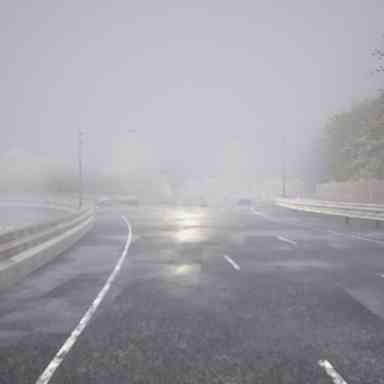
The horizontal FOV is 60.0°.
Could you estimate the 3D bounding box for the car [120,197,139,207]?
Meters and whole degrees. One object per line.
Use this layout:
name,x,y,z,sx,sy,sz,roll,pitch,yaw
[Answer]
car,-9.959,1.450,52.353,1.882,1.535,5.008,0,0,-28

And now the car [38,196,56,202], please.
car,-34.336,1.701,77.966,4.674,1.442,1.812,-1,0,43

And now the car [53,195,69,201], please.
car,-34.449,1.538,87.342,4.181,1.385,1.994,-1,0,37

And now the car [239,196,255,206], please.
car,8.393,1.297,51.033,1.812,1.442,4.674,-1,0,19

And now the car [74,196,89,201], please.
car,-26.880,1.602,80.497,4.902,1.511,2.128,-1,0,43

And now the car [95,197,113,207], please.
car,-13.803,1.542,52.090,1.812,1.442,4.674,0,0,-29

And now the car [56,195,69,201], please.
car,-31.675,1.497,80.274,4.553,1.767,2.097,-1,0,43
